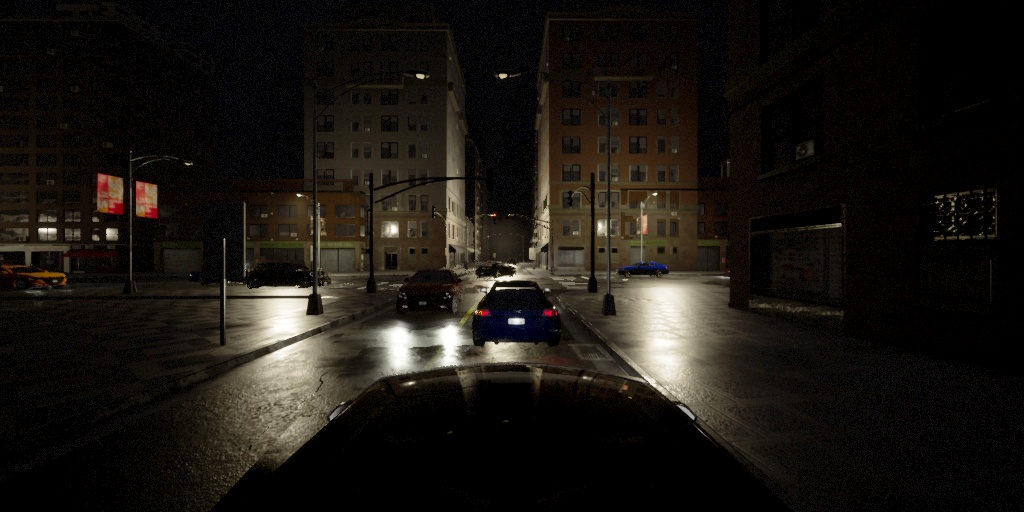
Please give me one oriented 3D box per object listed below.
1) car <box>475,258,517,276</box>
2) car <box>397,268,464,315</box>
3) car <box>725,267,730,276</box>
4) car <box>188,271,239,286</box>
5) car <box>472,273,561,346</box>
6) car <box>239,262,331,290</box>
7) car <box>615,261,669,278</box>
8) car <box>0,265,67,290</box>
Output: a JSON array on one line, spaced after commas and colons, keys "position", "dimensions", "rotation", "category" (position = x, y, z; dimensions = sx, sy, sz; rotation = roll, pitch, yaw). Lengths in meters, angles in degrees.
[{"position": [-1.352, 1.244, 31.944], "dimensions": [2.128, 1.511, 4.902], "rotation": [1, 0, 28], "category": "car"}, {"position": [-2.959, 1.227, 13.852], "dimensions": [1.882, 1.535, 5.008], "rotation": [1, 0, -3], "category": "car"}, {"position": [21.873, 1.222, 32.809], "dimensions": [4.181, 1.385, 1.994], "rotation": [0, 0, -1], "category": "car"}, {"position": [-20.107, 1.368, 25.896], "dimensions": [5.357, 1.411, 2.033], "rotation": [0, 0, 0], "category": "car"}, {"position": [0.096, 1.314, 9.387], "dimensions": [1.994, 1.385, 4.181], "rotation": [0, 0, 0], "category": "car"}, {"position": [-14.011, 1.148, 22.675], "dimensions": [4.553, 1.767, 2.097], "rotation": [0, 0, 0], "category": "car"}, {"position": [11.856, 1.218, 32.753], "dimensions": [4.674, 1.442, 1.812], "rotation": [0, 0, 0], "category": "car"}, {"position": [-31.309, 1.338, 22.596], "dimensions": [5.008, 1.535, 1.882], "rotation": [0, 0, 0], "category": "car"}]
